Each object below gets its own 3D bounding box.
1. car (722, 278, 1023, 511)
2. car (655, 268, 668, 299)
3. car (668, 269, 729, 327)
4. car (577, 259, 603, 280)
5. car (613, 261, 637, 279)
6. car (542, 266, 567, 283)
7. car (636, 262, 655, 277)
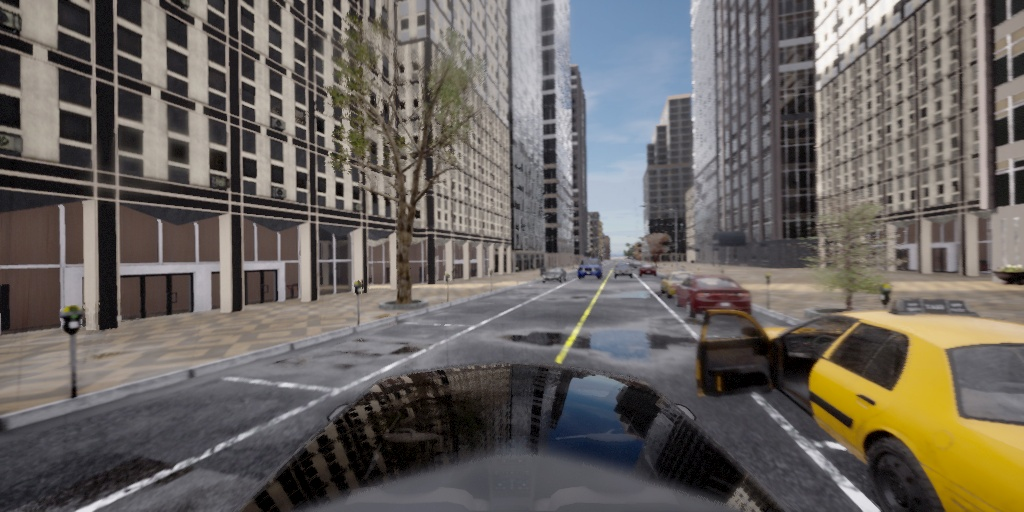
[{"bbox_3d":[3.876,1.178,3.509,1.801,1.575,5.366,-1,-1,17],"label":"car"},{"bbox_3d":[8.660,1.359,18.403,1.751,1.417,4.829,0,0,17],"label":"car"},{"bbox_3d":[7.007,1.337,12.831,1.888,1.381,4.507,0,0,17],"label":"car"},{"bbox_3d":[7.940,1.274,36.216,2.150,2.045,5.566,-1,-1,17],"label":"car"},{"bbox_3d":[11.524,1.564,37.221,2.033,1.411,5.357,-1,-1,16],"label":"car"},{"bbox_3d":[3.784,1.599,31.432,2.007,1.370,4.403,0,0,17],"label":"car"},{"bbox_3d":[15.031,1.548,39.880,1.888,1.381,4.507,0,0,17],"label":"car"}]
